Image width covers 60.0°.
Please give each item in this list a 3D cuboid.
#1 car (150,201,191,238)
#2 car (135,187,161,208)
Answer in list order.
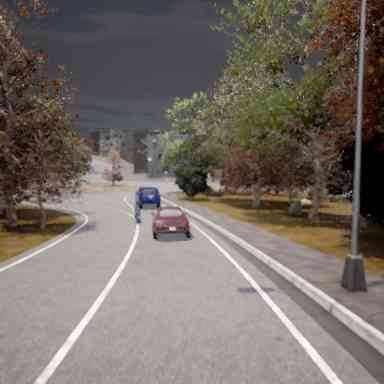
[{"bbox_3d":[-1.174,1.472,17.425,1.812,1.442,4.674,-1,1,-7],"label":"car"},{"bbox_3d":[-4.638,0.459,34.617,2.150,2.045,5.566,-1,4,-15],"label":"car"}]
